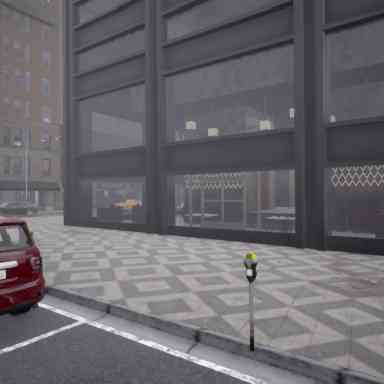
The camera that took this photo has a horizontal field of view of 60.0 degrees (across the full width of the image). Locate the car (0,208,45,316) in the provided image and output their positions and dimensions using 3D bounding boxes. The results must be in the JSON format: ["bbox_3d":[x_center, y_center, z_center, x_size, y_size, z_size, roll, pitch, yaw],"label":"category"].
[{"bbox_3d":[-4.811,1.317,6.282,5.009,1.841,2.192,0,-1,35],"label":"car"}]

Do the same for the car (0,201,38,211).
[{"bbox_3d":[-17.566,1.680,32.261,1.837,1.490,4.892,-1,-1,36],"label":"car"}]
